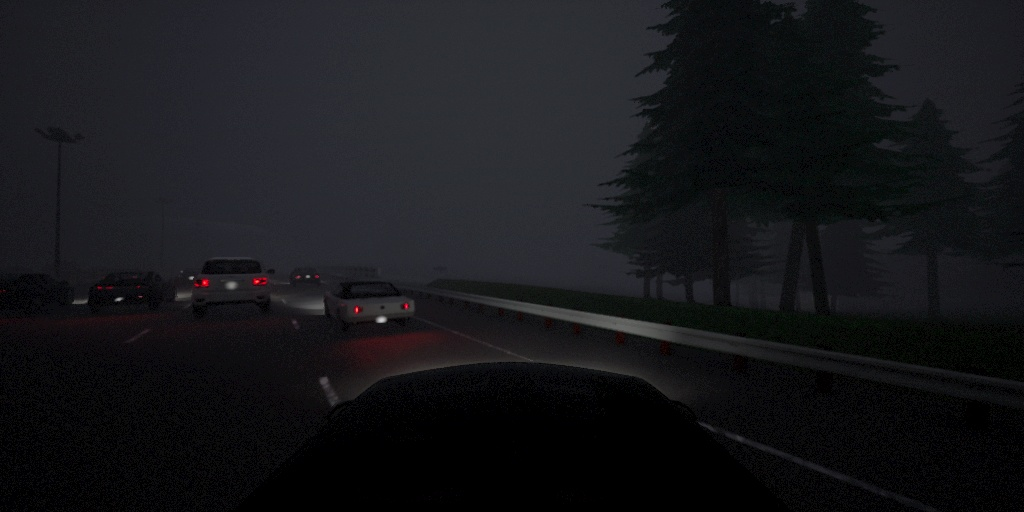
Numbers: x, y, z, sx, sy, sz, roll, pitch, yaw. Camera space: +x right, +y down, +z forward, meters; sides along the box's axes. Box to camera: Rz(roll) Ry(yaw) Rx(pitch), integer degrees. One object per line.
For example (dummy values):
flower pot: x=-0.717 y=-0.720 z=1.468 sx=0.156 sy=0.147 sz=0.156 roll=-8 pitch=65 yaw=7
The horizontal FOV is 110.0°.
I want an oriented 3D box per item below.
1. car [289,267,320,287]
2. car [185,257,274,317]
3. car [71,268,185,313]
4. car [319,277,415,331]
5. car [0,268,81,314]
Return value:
car: x=-16.367 y=1.606 z=28.306 sx=2.033 sy=1.411 sz=5.357 roll=0 pitch=-1 yaw=-35
car: x=-10.849 y=1.112 z=14.197 sx=2.150 sy=2.045 sz=5.566 roll=0 pitch=-2 yaw=-34
car: x=-15.693 y=1.401 z=15.046 sx=2.128 sy=1.511 sz=4.902 roll=0 pitch=-1 yaw=-35
car: x=-4.791 y=1.465 z=11.571 sx=1.895 sy=1.301 sz=4.718 roll=0 pitch=-1 yaw=-34
car: x=-19.133 y=1.403 z=13.868 sx=1.837 sy=1.490 sz=4.892 roll=0 pitch=-1 yaw=-35
